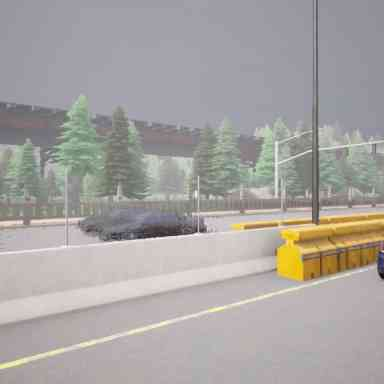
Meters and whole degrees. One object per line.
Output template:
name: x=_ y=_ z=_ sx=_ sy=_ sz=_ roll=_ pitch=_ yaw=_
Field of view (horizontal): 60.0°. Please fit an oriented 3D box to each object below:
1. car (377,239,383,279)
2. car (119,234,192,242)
car: x=6.823 y=1.354 z=8.636 sx=4.553 sy=1.767 sz=2.097 roll=0 pitch=0 yaw=-36
car: x=-1.832 y=1.548 z=15.553 sx=5.357 sy=1.411 sz=2.033 roll=0 pitch=0 yaw=-35
